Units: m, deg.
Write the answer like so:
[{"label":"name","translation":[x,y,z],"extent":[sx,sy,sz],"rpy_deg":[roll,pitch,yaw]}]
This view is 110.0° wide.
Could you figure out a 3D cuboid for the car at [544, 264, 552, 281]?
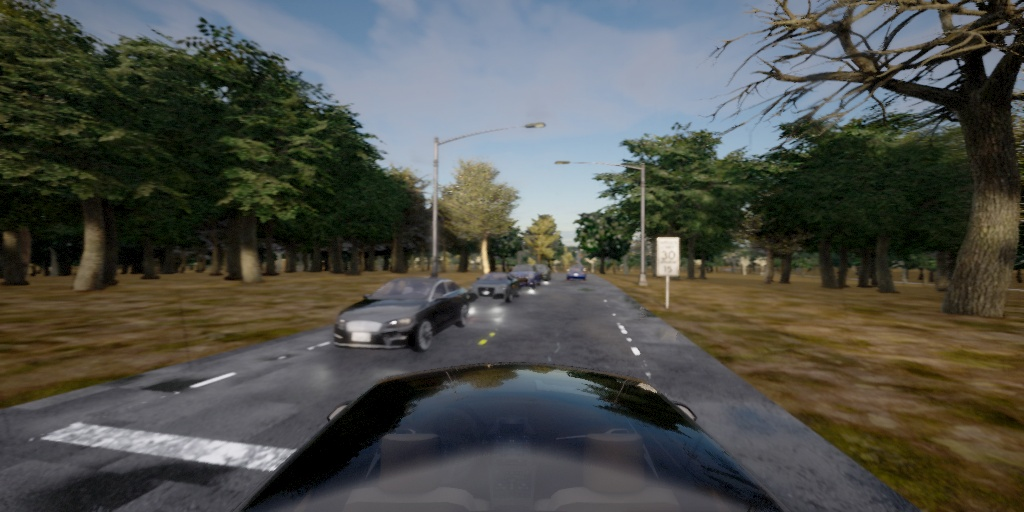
[{"label":"car","translation":[2.808,1.615,36.337],"extent":[2.097,1.767,4.553],"rpy_deg":[0,-1,11]}]

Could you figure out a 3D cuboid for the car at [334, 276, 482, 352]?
[{"label":"car","translation":[-2.476,1.307,9.244],"extent":[2.128,1.511,4.902],"rpy_deg":[0,-1,9]}]

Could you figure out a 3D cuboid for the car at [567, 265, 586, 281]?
[{"label":"car","translation":[6.935,1.926,38.617],"extent":[1.994,1.385,4.181],"rpy_deg":[0,-1,11]}]

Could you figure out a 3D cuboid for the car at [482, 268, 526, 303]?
[{"label":"car","translation":[-0.772,1.491,17.997],"extent":[1.994,1.385,4.181],"rpy_deg":[0,-1,11]}]

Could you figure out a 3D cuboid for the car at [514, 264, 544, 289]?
[{"label":"car","translation":[0.903,1.410,26.643],"extent":[2.097,1.767,4.553],"rpy_deg":[0,-1,11]}]
